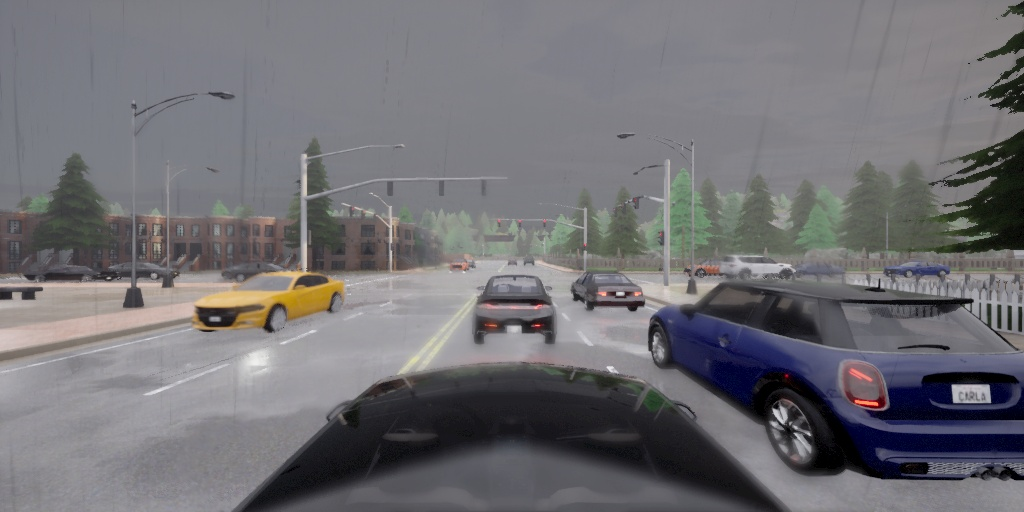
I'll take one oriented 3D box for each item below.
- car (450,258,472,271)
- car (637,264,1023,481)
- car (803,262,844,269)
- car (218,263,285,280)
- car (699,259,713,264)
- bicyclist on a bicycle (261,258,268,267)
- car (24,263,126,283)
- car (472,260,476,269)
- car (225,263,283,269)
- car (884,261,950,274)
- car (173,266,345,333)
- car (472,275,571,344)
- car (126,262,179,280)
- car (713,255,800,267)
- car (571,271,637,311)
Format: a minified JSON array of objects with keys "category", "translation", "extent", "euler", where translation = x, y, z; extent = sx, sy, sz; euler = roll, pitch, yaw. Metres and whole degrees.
[{"category":"car","translation":[-7.036,1.102,48.317],"extent":[2.097,1.767,4.553],"euler":[0,0,0]},{"category":"car","translation":[3.606,1.102,4.938],"extent":[2.097,1.767,4.553],"euler":[0,0,0]},{"category":"car","translation":[28.274,1.297,33.925],"extent":[5.357,1.411,2.033],"euler":[0,0,1]},{"category":"car","translation":[-22.148,1.314,30.620],"extent":[4.181,1.385,1.994],"euler":[0,0,-1]},{"category":"car","translation":[18.749,1.102,33.950],"extent":[4.553,1.767,2.097],"euler":[0,0,0]},{"category":"bicyclist on a bicycle","translation":[-28.766,1.053,41.635],"extent":[0.582,1.620,1.656],"euler":[0,0,-1]},{"category":"car","translation":[-32.565,1.350,26.728],"extent":[4.718,1.301,1.895],"euler":[0,0,-8]},{"category":"car","translation":[-7.013,1.276,58.250],"extent":[1.812,1.442,4.674],"euler":[0,0,1]},{"category":"car","translation":[-18.463,1.253,27.189],"extent":[4.892,1.490,1.837],"euler":[0,0,-1]},{"category":"car","translation":[38.152,1.228,33.897],"extent":[5.008,1.535,1.882],"euler":[0,0,0]},{"category":"car","translation":[-7.022,1.227,11.008],"extent":[1.882,1.535,5.008],"euler":[0,0,1]},{"category":"car","translation":[0.073,1.242,9.528],"extent":[2.128,1.511,4.902],"euler":[0,0,1]},{"category":"car","translation":[-30.998,1.255,30.249],"extent":[4.892,1.490,1.837],"euler":[0,0,-5]},{"category":"car","translation":[20.586,0.971,30.246],"extent":[5.566,2.045,2.150],"euler":[0,0,0]},{"category":"car","translation":[3.600,1.297,14.356],"extent":[2.033,1.411,5.357],"euler":[0,0,0]}]
